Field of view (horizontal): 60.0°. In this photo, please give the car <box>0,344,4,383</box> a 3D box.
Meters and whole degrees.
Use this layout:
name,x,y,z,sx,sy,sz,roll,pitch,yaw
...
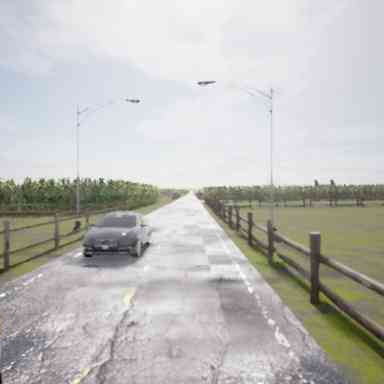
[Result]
name,x,y,z,sx,sy,sz,roll,pitch,yaw
car,-2.844,1.356,1.252,2.097,1.767,4.553,0,0,0

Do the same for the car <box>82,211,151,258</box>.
name,x,y,z,sx,sy,sz,roll,pitch,yaw
car,-2.751,1.547,13.025,1.837,1.490,4.892,0,-1,0
